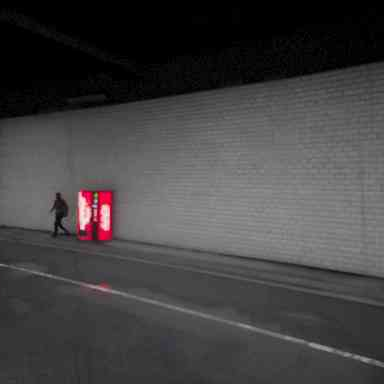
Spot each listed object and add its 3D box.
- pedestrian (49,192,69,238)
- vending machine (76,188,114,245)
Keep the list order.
[{"bbox_3d":[-5.145,0.837,12.913,0.375,1.860,0.375,2,1,28],"label":"pedestrian"},{"bbox_3d":[-3.803,0.916,13.058,0.880,2.100,1.100,2,1,29],"label":"vending machine"}]
